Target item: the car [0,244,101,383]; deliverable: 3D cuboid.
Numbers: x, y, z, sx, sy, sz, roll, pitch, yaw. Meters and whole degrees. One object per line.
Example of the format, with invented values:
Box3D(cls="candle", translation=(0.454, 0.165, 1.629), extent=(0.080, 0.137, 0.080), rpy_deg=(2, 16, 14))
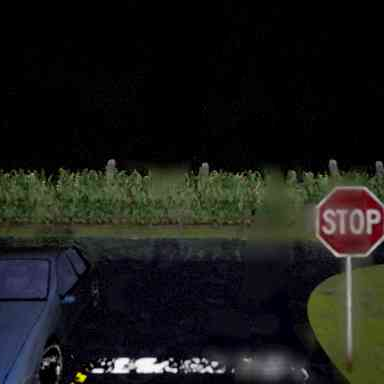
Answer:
Box3D(cls="car", translation=(-2.619, 1.588, 5.133), extent=(2.033, 1.411, 5.357), rpy_deg=(0, 0, -7))
